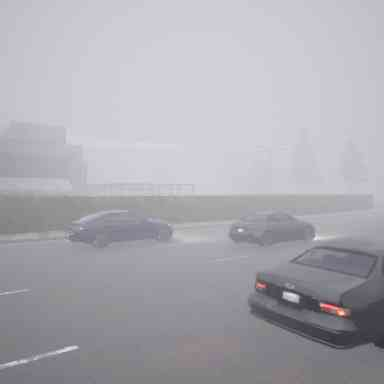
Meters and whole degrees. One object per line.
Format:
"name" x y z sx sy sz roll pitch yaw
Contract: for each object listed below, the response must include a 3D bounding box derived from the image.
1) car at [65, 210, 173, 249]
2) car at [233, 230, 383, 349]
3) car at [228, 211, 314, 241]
"car" -3.046 1.526 14.482 4.674 1.442 1.812 0 0 -36
"car" 3.452 1.547 6.201 5.357 1.411 2.033 0 0 -35
"car" 3.621 1.564 14.915 4.181 1.385 1.994 0 0 -35
